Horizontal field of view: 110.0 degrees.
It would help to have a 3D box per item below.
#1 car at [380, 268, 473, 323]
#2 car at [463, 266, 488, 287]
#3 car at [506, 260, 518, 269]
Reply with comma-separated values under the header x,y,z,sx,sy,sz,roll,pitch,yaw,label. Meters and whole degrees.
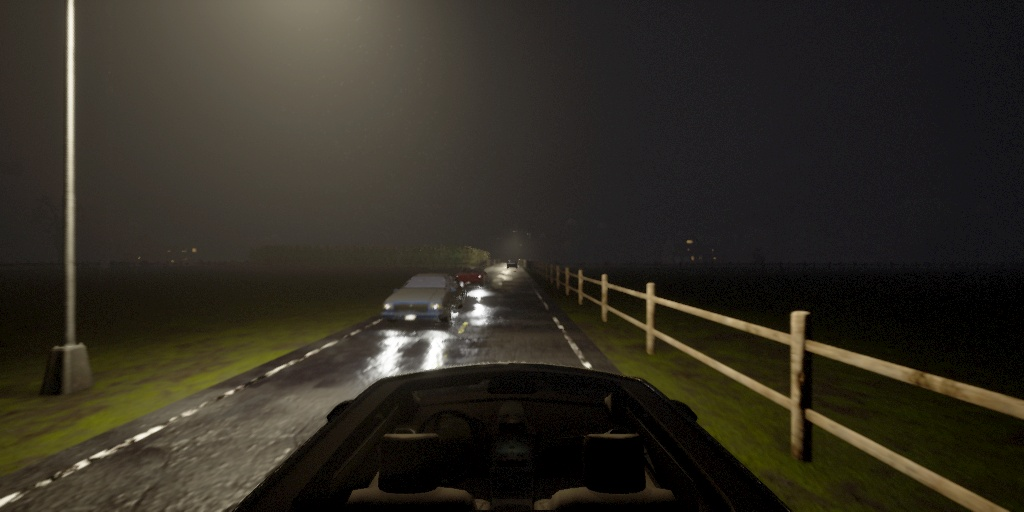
x,y,z,sx,sy,sz,roll,pitch,yaw,label
-2.785,1.319,12.561,2.033,1.411,5.357,0,0,1,car
-2.769,1.402,25.206,1.895,1.301,4.718,0,0,1,car
0.017,1.436,61.753,2.128,1.511,4.902,0,0,0,car
